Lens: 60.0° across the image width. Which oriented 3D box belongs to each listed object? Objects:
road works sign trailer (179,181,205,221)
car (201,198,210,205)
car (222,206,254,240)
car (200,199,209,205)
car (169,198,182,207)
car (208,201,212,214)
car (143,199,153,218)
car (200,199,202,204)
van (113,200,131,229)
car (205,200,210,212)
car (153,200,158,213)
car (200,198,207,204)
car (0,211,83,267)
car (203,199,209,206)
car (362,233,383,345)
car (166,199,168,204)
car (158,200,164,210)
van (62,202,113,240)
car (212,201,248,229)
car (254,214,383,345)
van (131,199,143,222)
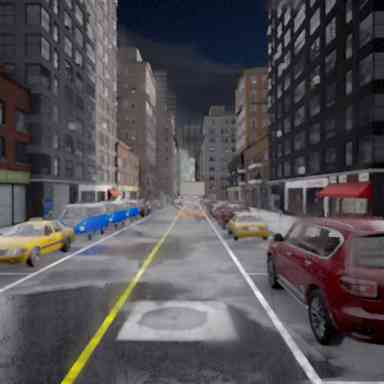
[{"bbox_3d":[0.029,0.749,30.613,2.380,3.560,2.880,0,-1,0],"label":"road works sign trailer"},{"bbox_3d":[2.922,2.182,73.626,1.752,1.417,4.829,-1,0,0],"label":"car"},{"bbox_3d":[2.866,1.693,17.770,1.752,1.417,4.829,-1,-1,0],"label":"car"},{"bbox_3d":[2.927,2.267,79.042,1.947,1.339,4.313,-1,0,0],"label":"car"},{"bbox_3d":[-2.967,2.113,65.337,1.812,1.442,4.674,0,0,1],"label":"car"},{"bbox_3d":[2.883,1.844,34.527,1.752,1.417,4.829,-1,-1,0],"label":"car"},{"bbox_3d":[-5.653,1.633,34.366,2.192,1.841,5.009,-1,-1,0],"label":"car"},{"bbox_3d":[2.916,2.160,67.871,2.008,1.369,4.403,-1,0,0],"label":"car"},{"bbox_3d":[-5.662,1.558,23.194,1.690,1.788,3.998,-1,-1,0],"label":"van"},{"bbox_3d":[2.888,1.933,39.942,1.947,1.339,4.313,-1,-1,0],"label":"car"},{"bbox_3d":[-5.648,1.807,39.950,1.967,1.590,4.097,-1,-1,0],"label":"car"},{"bbox_3d":[2.933,2.329,84.628,1.802,1.307,4.206,-1,0,0],"label":"car"},{"bbox_3d":[-5.668,1.638,11.851,1.752,1.417,4.829,-1,-1,0],"label":"car"},{"bbox_3d":[2.894,1.982,45.528,1.947,1.339,4.313,-1,-1,0],"label":"car"},{"bbox_3d":[2.847,1.324,0.845,2.192,1.841,5.009,-1,-1,0],"label":"car"},{"bbox_3d":[-5.633,2.096,56.705,1.802,1.307,4.206,-1,-1,0],"label":"car"},{"bbox_3d":[-5.639,1.906,51.121,1.967,1.590,4.097,-1,-1,0],"label":"car"},{"bbox_3d":[-5.666,1.507,17.608,1.690,1.788,3.998,-1,-1,0],"label":"van"},{"bbox_3d":[2.869,1.532,23.188,2.192,1.841,5.009,-1,-1,0],"label":"car"},{"bbox_3d":[2.853,1.377,6.431,2.192,1.841,5.009,-1,-1,0],"label":"car"},{"bbox_3d":[-5.657,1.609,28.780,1.690,1.788,3.998,-1,-1,0],"label":"van"}]
